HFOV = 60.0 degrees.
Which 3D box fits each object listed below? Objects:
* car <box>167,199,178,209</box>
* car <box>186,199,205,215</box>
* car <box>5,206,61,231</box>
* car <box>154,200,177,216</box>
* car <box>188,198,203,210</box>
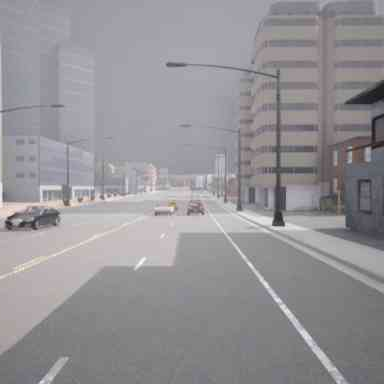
[{"bbox_3d":[-3.011,1.743,47.576,1.882,1.535,5.008,0,1,1],"label":"car"},{"bbox_3d":[0.431,1.846,37.866,1.812,1.442,4.674,0,0,1],"label":"car"},{"bbox_3d":[-10.394,1.677,22.134,2.128,1.511,4.902,0,-1,1],"label":"car"},{"bbox_3d":[-3.080,1.921,37.520,1.895,1.301,4.718,0,0,1],"label":"car"},{"bbox_3d":[0.499,1.751,48.081,2.128,1.511,4.902,0,1,1],"label":"car"}]
